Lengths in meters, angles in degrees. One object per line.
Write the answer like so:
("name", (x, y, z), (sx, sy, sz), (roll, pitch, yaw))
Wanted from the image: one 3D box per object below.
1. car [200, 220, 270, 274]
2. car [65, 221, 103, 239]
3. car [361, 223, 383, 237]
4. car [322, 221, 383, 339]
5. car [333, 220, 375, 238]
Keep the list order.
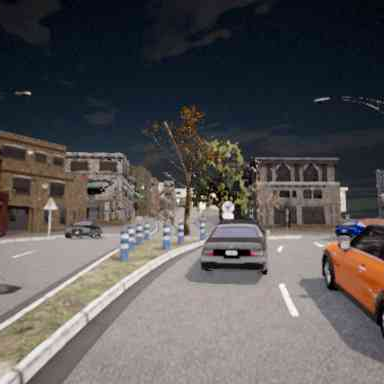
("car", (1.525, 1.610, 10.784), (2.033, 1.411, 5.357), (-2, -1, 12))
("car", (-8.126, 2.894, 25.381), (1.994, 1.385, 4.181), (0, -7, -2))
("car", (21.778, 4.259, 36.965), (4.902, 1.511, 2.128), (2, -7, -7))
("car", (3.965, 1.347, 6.129), (2.097, 1.767, 4.553), (-1, 0, 6))
("car", (15.103, 3.471, 30.958), (5.008, 1.535, 1.882), (7, -10, -45))
